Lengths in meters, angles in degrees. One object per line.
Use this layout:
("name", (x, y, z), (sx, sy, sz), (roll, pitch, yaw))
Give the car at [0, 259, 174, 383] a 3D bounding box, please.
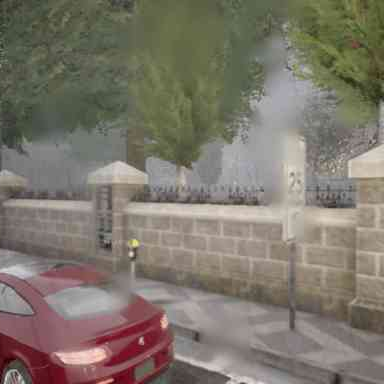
("car", (-2.143, 1.608, 4.535), (4.206, 1.307, 1.802), (0, 0, 36))
